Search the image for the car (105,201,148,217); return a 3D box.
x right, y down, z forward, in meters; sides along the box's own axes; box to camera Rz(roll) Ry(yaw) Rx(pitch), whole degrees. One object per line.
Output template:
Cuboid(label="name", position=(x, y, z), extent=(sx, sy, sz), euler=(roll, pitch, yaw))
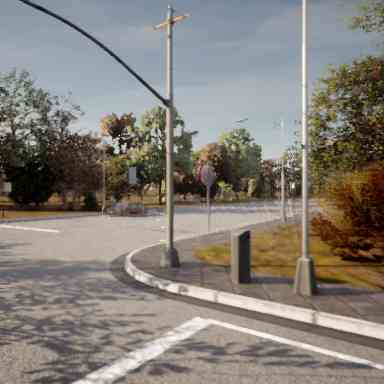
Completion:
Cuboid(label="car", position=(-6.045, 1.572, 31.009), extent=(1.994, 1.385, 4.181), euler=(0, 0, 32))
